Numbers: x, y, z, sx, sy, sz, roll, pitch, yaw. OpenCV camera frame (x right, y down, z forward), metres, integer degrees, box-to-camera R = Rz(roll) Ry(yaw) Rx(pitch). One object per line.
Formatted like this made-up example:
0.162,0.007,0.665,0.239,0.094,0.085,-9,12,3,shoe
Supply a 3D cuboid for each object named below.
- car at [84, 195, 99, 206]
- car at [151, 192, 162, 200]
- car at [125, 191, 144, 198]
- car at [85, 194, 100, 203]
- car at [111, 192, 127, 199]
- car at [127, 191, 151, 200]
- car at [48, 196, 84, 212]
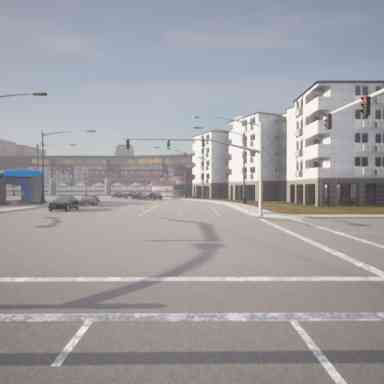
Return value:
-13.976,1.131,45.188,1.812,1.442,4.674,0,1,-8,car
-7.847,0.837,69.153,1.837,1.490,4.892,0,1,-32,car
-13.312,0.603,76.298,1.837,1.490,4.892,-1,1,-45,car
-16.534,1.095,55.134,1.895,1.301,4.718,0,1,-23,car
-16.221,0.692,74.282,1.812,1.442,4.674,-1,1,-45,car
-10.726,0.848,67.156,2.128,1.511,4.902,0,1,-32,car
-13.525,1.193,35.372,1.882,1.535,5.008,0,1,0,car
